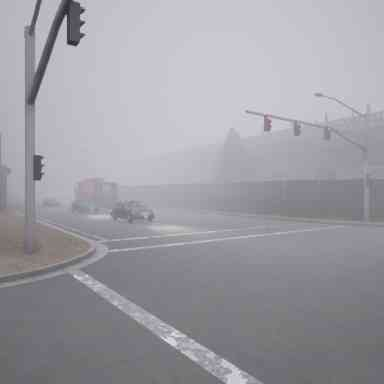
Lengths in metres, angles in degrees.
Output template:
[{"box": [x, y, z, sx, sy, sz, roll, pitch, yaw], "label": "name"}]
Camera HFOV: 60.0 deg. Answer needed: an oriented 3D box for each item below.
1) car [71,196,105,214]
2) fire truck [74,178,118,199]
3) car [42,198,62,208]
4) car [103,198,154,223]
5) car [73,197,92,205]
[{"box": [-11.222, 1.438, 34.686, 2.128, 1.511, 4.902, 0, 0, -35], "label": "car"}, {"box": [-12.420, 0.288, 42.734, 2.891, 3.827, 8.468, 0, 0, -35], "label": "fire truck"}, {"box": [-20.137, 1.495, 47.619, 2.033, 1.411, 5.357, 0, 0, -34], "label": "car"}, {"box": [-4.612, 1.438, 25.166, 2.128, 1.511, 4.902, 0, 0, -35], "label": "car"}, {"box": [-19.555, 1.549, 59.123, 1.895, 1.301, 4.718, 0, 0, -35], "label": "car"}]
